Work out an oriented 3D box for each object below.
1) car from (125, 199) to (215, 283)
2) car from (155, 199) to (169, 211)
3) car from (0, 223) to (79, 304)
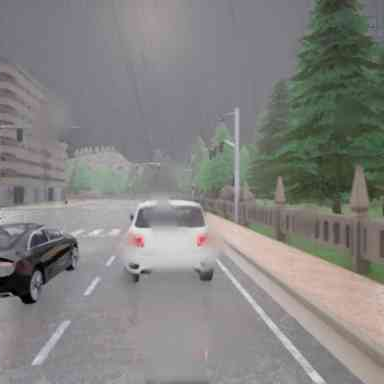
[{"bbox_3d":[-0.707,1.238,9.951,2.150,2.045,5.566,0,0,-5],"label":"car"},{"bbox_3d":[-3.959,1.599,43.628,1.812,1.442,4.674,0,-1,-6],"label":"car"},{"bbox_3d":[-4.161,1.512,8.099,2.128,1.511,4.902,0,0,-5],"label":"car"}]
